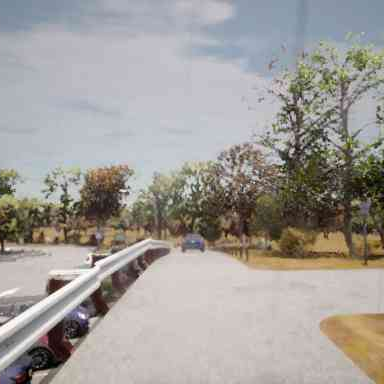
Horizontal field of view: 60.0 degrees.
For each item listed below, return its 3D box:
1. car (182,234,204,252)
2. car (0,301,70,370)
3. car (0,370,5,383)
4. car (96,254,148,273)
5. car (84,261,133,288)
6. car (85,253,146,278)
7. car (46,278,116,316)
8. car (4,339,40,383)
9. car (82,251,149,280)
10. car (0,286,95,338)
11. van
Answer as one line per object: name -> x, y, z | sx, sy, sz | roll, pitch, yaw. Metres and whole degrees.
car -> 0.101, 4.978, 33.038 | 2.097, 1.767, 4.553 | 0, -9, 0
car -> -6.943, 5.288, 11.982 | 4.553, 1.767, 2.185 | 2, -5, -20
car -> -6.861, 4.700, 5.984 | 5.566, 2.045, 2.435 | 2, -5, -20
car -> -6.981, 7.069, 33.090 | 4.792, 1.488, 2.163 | 2, -5, -20
car -> -6.928, 6.218, 24.046 | 4.553, 1.767, 2.185 | 2, -4, -20
car -> -6.992, 6.322, 27.045 | 5.566, 2.045, 2.435 | 2, -4, -20
car -> -6.932, 5.880, 18.004 | 4.892, 1.521, 2.231 | 2, -4, -20
car -> -6.934, 5.210, 8.955 | 4.792, 1.488, 2.163 | 2, -4, -20
car -> -6.964, 6.557, 30.097 | 5.566, 2.045, 2.435 | 2, -5, -20
car -> -6.963, 5.521, 15.002 | 4.553, 1.767, 2.185 | 2, -5, -20
van -> -6.840, 5.891, 21.080 | 4.442, 1.987, 1.878 | 2, -5, -20
